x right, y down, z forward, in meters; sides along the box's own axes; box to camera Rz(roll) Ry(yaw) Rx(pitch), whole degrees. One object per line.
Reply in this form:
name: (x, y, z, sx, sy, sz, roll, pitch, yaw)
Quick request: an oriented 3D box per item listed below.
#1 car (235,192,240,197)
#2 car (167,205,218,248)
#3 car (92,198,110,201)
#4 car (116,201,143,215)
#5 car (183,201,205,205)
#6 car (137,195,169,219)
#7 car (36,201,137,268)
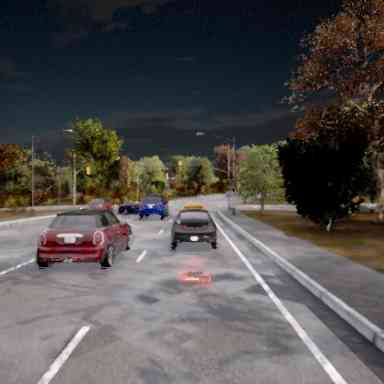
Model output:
car: (14.626, 0.570, 93.369, 1.882, 1.535, 5.008, 0, 3, 30)
car: (0.086, 1.519, 14.866, 1.837, 1.490, 4.892, 0, -1, 0)
car: (-10.300, 1.470, 36.816, 2.097, 1.767, 4.553, 0, 0, 2)
car: (-6.796, 1.720, 36.814, 1.895, 1.301, 4.718, 0, 0, 2)
car: (0.194, 1.564, 31.069, 1.882, 1.535, 5.008, 0, 0, 1)
car: (-3.333, 1.301, 29.846, 2.150, 2.045, 5.566, 0, 0, 1)
car: (-3.412, 1.360, 11.418, 2.097, 1.767, 4.553, 0, 0, 0)
